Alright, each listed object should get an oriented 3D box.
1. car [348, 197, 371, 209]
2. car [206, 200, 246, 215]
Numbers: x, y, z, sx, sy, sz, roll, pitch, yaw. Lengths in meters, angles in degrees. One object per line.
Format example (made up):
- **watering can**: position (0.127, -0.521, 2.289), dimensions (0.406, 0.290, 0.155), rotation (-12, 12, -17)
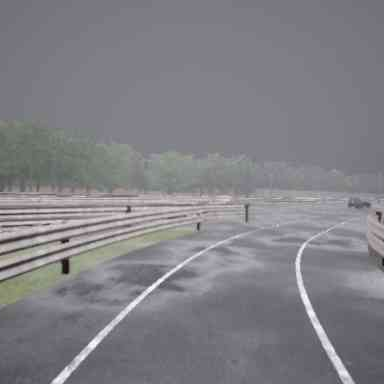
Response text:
- **car**: position (28.426, 1.833, 56.441), dimensions (5.566, 2.045, 2.150), rotation (1, 0, -43)
- **car**: position (3.471, 1.499, 32.386), dimensions (5.008, 1.535, 1.882), rotation (1, 0, -45)
